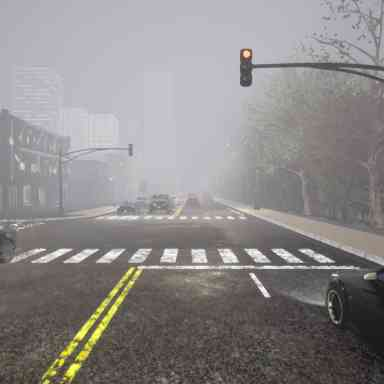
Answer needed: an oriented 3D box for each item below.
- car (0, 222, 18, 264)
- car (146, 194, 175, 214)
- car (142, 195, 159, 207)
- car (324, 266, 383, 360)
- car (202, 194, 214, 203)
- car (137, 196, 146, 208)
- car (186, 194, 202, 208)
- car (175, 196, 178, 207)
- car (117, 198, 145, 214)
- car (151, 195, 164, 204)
[{"bbox_3d":[-6.557,1.490,8.972,2.128,1.511,4.902,0,0,-3],"label":"car"},{"bbox_3d":[-3.322,1.210,36.283,2.150,2.045,5.566,0,0,0],"label":"car"},{"bbox_3d":[-6.562,1.333,53.131,2.097,1.767,4.553,0,0,0],"label":"car"},{"bbox_3d":[3.351,1.563,4.272,1.994,1.385,4.181,0,0,0],"label":"car"},{"bbox_3d":[3.384,1.575,66.911,1.895,1.301,4.718,0,0,0],"label":"car"},{"bbox_3d":[-6.567,1.337,44.242,2.097,1.767,4.553,0,0,0],"label":"car"},{"bbox_3d":[0.126,1.461,48.276,1.882,1.535,5.008,0,0,0],"label":"car"},{"bbox_3d":[-3.314,1.510,46.273,1.812,1.442,4.674,0,0,0],"label":"car"},{"bbox_3d":[-6.589,1.590,35.331,1.895,1.301,4.718,0,0,1],"label":"car"},{"bbox_3d":[-6.522,1.454,63.575,1.882,1.535,5.008,0,0,1],"label":"car"}]
